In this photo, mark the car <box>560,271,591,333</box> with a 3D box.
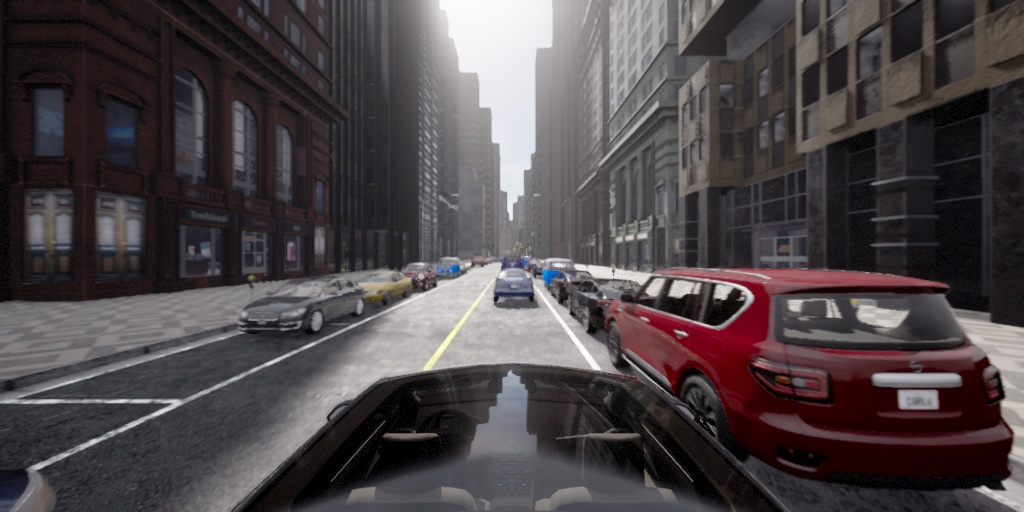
[{"bbox_3d":[2.759,1.297,10.469,1.948,1.339,4.313,0,0,0],"label":"car"}]

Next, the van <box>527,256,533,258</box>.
[{"bbox_3d":[2.715,0.990,61.200,1.690,1.789,3.998,0,0,0],"label":"van"}]

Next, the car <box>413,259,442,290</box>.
[{"bbox_3d":[-5.776,1.161,21.724,1.967,1.591,4.097,0,0,0],"label":"car"}]

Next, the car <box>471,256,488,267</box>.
[{"bbox_3d":[-5.810,0.974,61.177,2.192,1.841,5.009,0,0,0],"label":"car"}]

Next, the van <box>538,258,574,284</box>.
[{"bbox_3d":[2.749,1.052,21.743,1.690,1.789,3.998,0,0,0],"label":"van"}]

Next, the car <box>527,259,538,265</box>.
[{"bbox_3d":[2.739,1.257,33.016,1.948,1.339,4.313,0,0,0],"label":"car"}]

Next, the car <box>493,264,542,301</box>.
[{"bbox_3d":[0.081,1.270,17.113,2.033,1.411,5.357,0,0,0],"label":"car"}]

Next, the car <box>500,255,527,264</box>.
[{"bbox_3d":[0.065,0.910,36.002,2.150,2.045,5.566,0,0,0],"label":"car"}]

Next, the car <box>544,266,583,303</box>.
[{"bbox_3d":[2.754,1.287,16.106,1.948,1.339,4.313,0,0,0],"label":"car"}]

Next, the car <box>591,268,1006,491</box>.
[{"bbox_3d":[2.764,1.056,4.833,2.192,1.841,5.009,0,0,0],"label":"car"}]

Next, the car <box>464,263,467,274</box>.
[{"bbox_3d":[-5.790,1.218,38.462,1.751,1.417,4.829,0,0,0],"label":"car"}]

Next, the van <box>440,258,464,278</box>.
[{"bbox_3d":[-5.786,1.043,32.997,1.690,1.789,3.998,0,0,0],"label":"van"}]

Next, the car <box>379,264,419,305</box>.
[{"bbox_3d":[-5.771,1.257,15.917,1.751,1.417,4.829,0,0,0],"label":"car"}]

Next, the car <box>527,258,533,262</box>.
[{"bbox_3d":[2.730,1.218,44.289,1.888,1.381,4.507,0,0,0],"label":"car"}]

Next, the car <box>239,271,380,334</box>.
[{"bbox_3d":[-5.766,1.292,10.451,2.007,1.370,4.403,0,0,0],"label":"car"}]
